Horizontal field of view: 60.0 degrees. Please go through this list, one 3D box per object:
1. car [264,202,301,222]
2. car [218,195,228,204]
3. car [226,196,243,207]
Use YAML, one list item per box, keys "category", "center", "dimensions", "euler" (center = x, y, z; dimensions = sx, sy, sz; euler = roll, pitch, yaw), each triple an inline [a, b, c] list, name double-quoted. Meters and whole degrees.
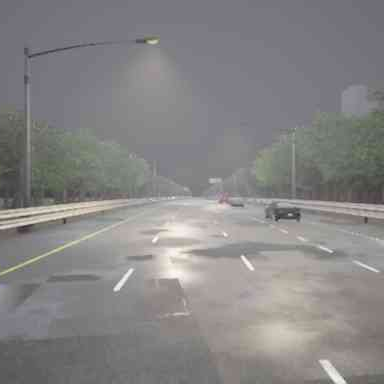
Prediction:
- category: "car"
  center: [7.034, 1.496, 26.243]
  dimensions: [1.882, 1.535, 5.008]
  euler: [0, 0, 0]
- category: "car"
  center: [7.305, 1.686, 76.516]
  dimensions: [2.150, 2.045, 5.566]
  euler: [0, -1, 0]
- category: "car"
  center: [7.152, 1.757, 54.417]
  dimensions: [1.994, 1.385, 4.181]
  euler: [0, -1, 0]
